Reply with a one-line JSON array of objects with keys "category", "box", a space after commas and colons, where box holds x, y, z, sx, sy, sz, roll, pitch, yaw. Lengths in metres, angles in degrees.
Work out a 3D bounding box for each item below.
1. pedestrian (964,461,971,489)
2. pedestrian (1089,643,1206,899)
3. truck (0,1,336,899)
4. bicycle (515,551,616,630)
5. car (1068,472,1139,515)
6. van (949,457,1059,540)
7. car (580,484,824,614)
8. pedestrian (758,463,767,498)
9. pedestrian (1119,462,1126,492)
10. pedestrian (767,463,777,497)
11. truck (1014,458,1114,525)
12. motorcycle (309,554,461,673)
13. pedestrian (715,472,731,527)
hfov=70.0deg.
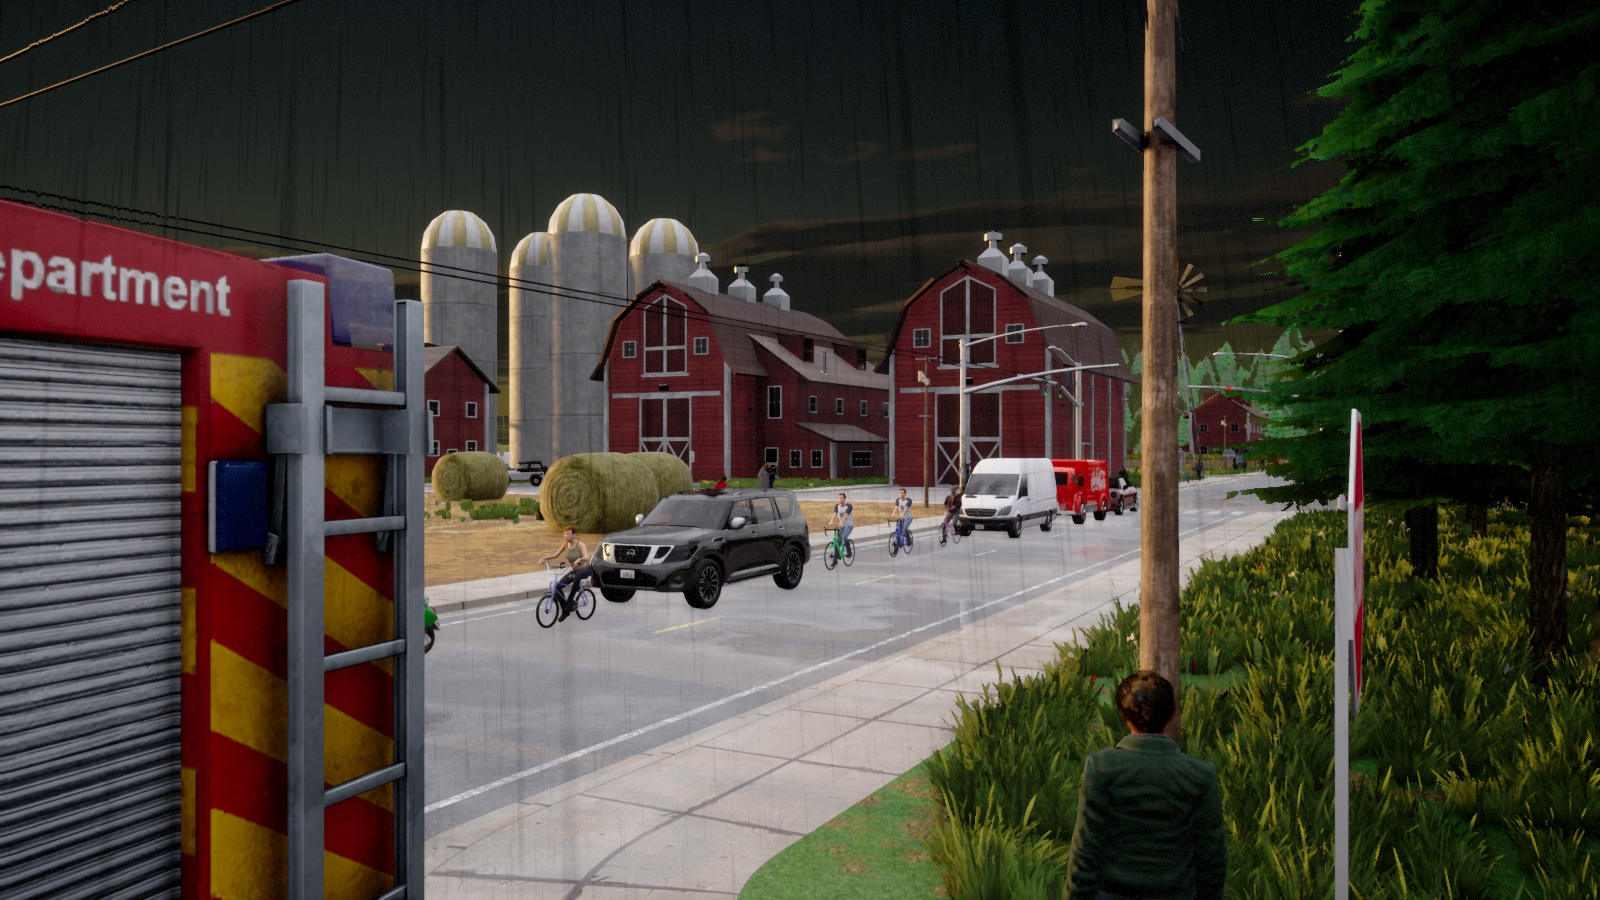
[{"category": "pedestrian", "box": [11.288, 1.703, 76.910, 0.375, 1.860, 0.375, 0, 0, 28]}, {"category": "pedestrian", "box": [1.241, 1.663, 4.121, 0.375, 1.860, 0.375, 0, 0, 12]}, {"category": "truck", "box": [-5.980, 0.867, 3.785, 8.468, 3.827, 2.891, 0, 0, 20]}, {"category": "bicycle", "box": [-3.787, 2.256, 18.582, 0.859, 1.080, 1.487, 0, 0, 28]}, {"category": "car", "box": [13.659, 1.903, 51.221, 2.097, 1.767, 4.553, 0, 0, 28]}, {"category": "van", "box": [7.067, 1.534, 38.948, 1.988, 2.561, 5.915, 0, 0, 28]}, {"category": "car", "box": [-1.718, 1.779, 22.429, 2.150, 2.045, 5.566, 0, 0, 27]}, {"category": "pedestrian", "box": [-2.050, 1.670, 62.531, 0.375, 1.860, 0.375, 0, 0, 44]}, {"category": "pedestrian", "box": [20.318, 1.696, 72.014, 0.375, 1.860, 0.375, 0, 0, 30]}, {"category": "pedestrian", "box": [-1.548, 1.669, 63.070, 0.375, 1.860, 0.375, 0, 0, 27]}, {"category": "truck", "box": [10.558, 1.568, 45.374, 2.627, 2.467, 5.204, 0, 0, 28]}, {"category": "motorcycle", "box": [-5.522, 2.142, 15.311, 0.856, 1.316, 1.805, 0, 0, 28]}, {"category": "pedestrian", "box": [-2.610, 1.681, 38.755, 0.375, 1.860, 0.375, 0, 0, 35]}]
